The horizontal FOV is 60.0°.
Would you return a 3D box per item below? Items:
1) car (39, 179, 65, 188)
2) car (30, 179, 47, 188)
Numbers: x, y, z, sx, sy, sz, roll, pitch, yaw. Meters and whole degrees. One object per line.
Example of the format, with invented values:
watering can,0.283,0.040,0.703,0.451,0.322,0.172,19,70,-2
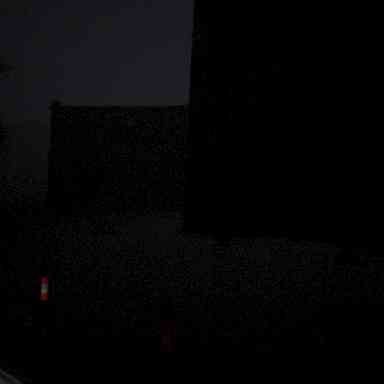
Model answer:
car,-29.606,-1.807,70.121,5.008,1.535,2.097,4,3,23
car,-30.629,-1.868,67.553,4.553,1.767,2.185,4,3,22
